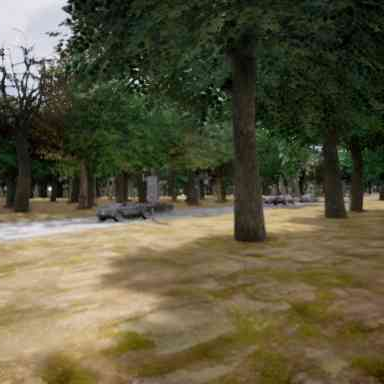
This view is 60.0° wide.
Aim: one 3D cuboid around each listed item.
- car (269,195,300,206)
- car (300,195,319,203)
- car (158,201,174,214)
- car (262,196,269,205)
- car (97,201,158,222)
[{"bbox_3d":[13.399,1.194,48.105,1.837,1.490,4.892,-2,-1,38],"label":"car"},{"bbox_3d":[19.770,1.191,56.362,2.033,1.411,5.357,-2,-1,38],"label":"car"},{"bbox_3d":[-3.925,1.508,31.772,1.895,1.301,4.718,-2,-1,38],"label":"car"},{"bbox_3d":[11.786,1.309,51.857,1.812,1.442,4.674,-2,-1,38],"label":"car"},{"bbox_3d":[-4.922,1.399,24.633,1.994,1.385,4.181,-2,-1,38],"label":"car"}]
